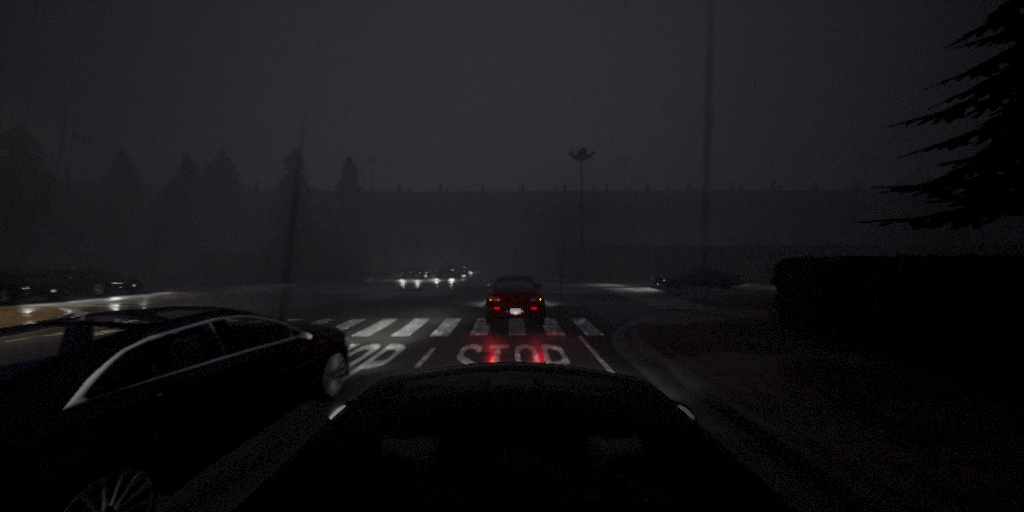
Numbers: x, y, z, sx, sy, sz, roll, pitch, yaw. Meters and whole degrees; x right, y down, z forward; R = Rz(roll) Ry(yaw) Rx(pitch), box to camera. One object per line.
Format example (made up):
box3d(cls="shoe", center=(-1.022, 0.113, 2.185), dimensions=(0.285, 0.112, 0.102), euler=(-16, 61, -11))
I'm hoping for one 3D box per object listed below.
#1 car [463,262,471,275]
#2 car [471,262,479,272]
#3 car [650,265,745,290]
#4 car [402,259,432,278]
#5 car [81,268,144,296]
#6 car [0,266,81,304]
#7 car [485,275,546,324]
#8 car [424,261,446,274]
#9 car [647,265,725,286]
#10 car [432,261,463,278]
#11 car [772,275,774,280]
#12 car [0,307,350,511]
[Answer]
box3d(cls="car", center=(-7.118, 1.583, 48.806), dimensions=(2.097, 1.767, 4.553), euler=(0, -1, -2))
box3d(cls="car", center=(-7.057, 1.896, 58.641), dimensions=(1.994, 1.385, 4.181), euler=(0, -1, 1))
box3d(cls="car", center=(12.261, 1.465, 23.642), dimensions=(5.357, 1.411, 2.033), euler=(0, -1, 0))
box3d(cls="car", center=(-10.597, 1.366, 40.285), dimensions=(2.150, 2.045, 5.566), euler=(0, -1, 0))
box3d(cls="car", center=(-23.369, 1.386, 19.840), dimensions=(4.892, 1.490, 1.837), euler=(0, -1, -1))
box3d(cls="car", center=(-23.344, 1.350, 16.345), dimensions=(4.892, 1.490, 1.837), euler=(0, -1, 0))
box3d(cls="car", center=(0.094, 1.357, 12.259), dimensions=(1.812, 1.442, 4.674), euler=(0, 0, 0))
box3d(cls="car", center=(-10.597, 1.595, 49.945), dimensions=(2.097, 1.767, 4.553), euler=(0, -1, 0))
box3d(cls="car", center=(13.061, 1.446, 27.168), dimensions=(4.902, 1.511, 2.128), euler=(0, -1, 0))
box3d(cls="car", center=(-7.099, 1.493, 39.944), dimensions=(2.097, 1.767, 4.553), euler=(0, -1, 0))
box3d(cls="car", center=(22.466, 1.445, 27.159), dimensions=(4.902, 1.511, 2.128), euler=(0, -1, 0))
box3d(cls="car", center=(-3.400, 1.261, 3.606), dimensions=(2.128, 1.511, 4.902), euler=(0, -1, 0))
